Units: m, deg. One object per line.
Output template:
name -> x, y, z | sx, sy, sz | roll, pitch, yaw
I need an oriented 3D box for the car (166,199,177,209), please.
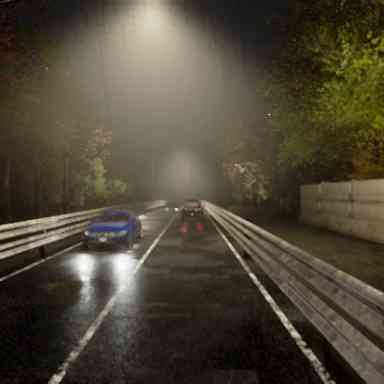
car -> -3.360, 2.004, 56.788 | 1.882, 1.535, 5.008 | 0, -1, 0

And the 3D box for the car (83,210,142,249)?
car -> -3.351, 1.541, 14.793 | 1.812, 1.442, 4.674 | 0, 0, 0

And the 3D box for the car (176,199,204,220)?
car -> 0.043, 1.600, 28.744 | 2.128, 1.511, 4.902 | 0, 0, 0
